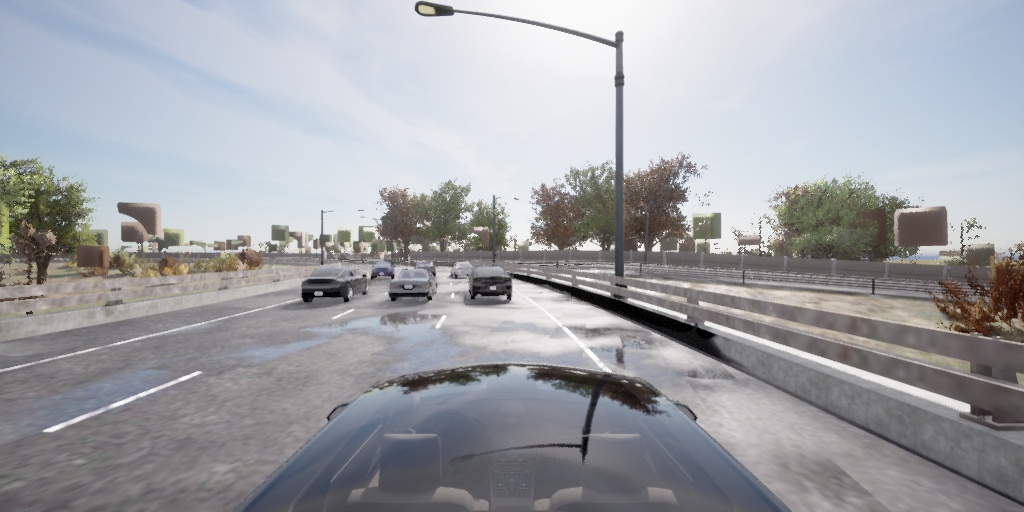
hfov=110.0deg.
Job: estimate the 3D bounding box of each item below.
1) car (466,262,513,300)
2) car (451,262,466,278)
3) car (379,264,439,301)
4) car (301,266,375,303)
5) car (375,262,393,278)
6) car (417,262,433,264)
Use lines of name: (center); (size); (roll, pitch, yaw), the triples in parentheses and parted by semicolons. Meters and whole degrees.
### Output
car: (-1.167, 1.233, 17.780); (1.882, 1.535, 5.008); (0, 0, -8)
car: (-4.619, 1.281, 33.640); (1.812, 1.442, 4.674); (0, 0, -16)
car: (-4.631, 1.311, 17.280); (2.033, 1.411, 5.357); (0, 0, -8)
car: (-8.095, 1.264, 16.781); (1.837, 1.490, 4.892); (0, 0, -8)
car: (-11.335, 1.281, 31.669); (1.812, 1.442, 4.674); (0, 0, -16)
car: (-7.977, 1.243, 32.654); (2.128, 1.511, 4.902); (0, 0, -16)
